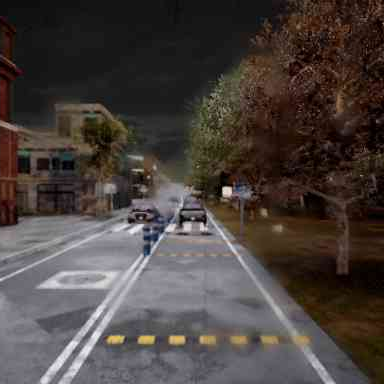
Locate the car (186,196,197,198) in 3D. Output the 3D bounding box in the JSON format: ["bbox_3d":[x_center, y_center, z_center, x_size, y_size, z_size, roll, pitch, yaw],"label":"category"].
[{"bbox_3d":[-0.033,1.275,42.674,2.097,1.767,4.553,0,0,0],"label":"car"}]

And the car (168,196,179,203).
[{"bbox_3d":[-3.612,1.386,64.681,1.994,1.385,4.181,0,0,0],"label":"car"}]

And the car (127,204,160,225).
[{"bbox_3d":[-3.379,1.536,23.978,1.994,1.385,4.181,1,0,-1],"label":"car"}]

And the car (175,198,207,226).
[{"bbox_3d":[0.058,1.473,23.561,2.128,1.511,4.902,0,0,0],"label":"car"}]
